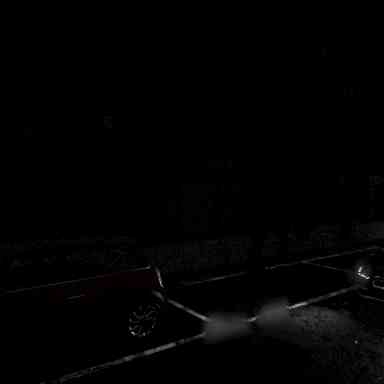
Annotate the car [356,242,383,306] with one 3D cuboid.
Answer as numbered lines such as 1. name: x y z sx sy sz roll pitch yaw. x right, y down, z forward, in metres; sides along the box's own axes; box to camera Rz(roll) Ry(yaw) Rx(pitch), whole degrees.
1. car: 5.431 1.504 7.118 4.892 1.490 1.837 0 0 -35

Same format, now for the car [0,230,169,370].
1. car: -2.455 1.440 4.784 4.097 1.590 1.967 0 0 -35
